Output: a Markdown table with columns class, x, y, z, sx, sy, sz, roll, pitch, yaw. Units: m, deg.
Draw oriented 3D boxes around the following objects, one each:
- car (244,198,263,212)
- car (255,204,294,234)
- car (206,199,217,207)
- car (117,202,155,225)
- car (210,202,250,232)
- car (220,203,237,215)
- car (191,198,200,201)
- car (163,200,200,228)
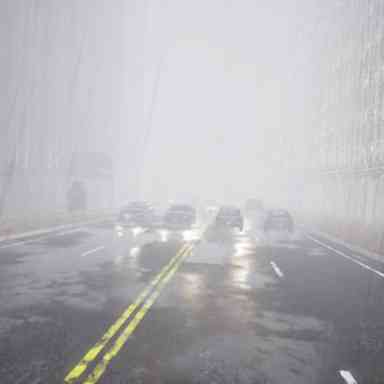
| class | x | y | z | sx | sy | sz | roll | pitch | yaw |
| --- | --- | --- | --- | --- | --- | --- | --- | --- | --- |
| car | 8.063 | 1.864 | 43.317 | 2.150 | 2.045 | 5.566 | 2 | 0 | 7 |
| car | 5.737 | 1.900 | 22.773 | 2.128 | 1.511 | 4.902 | 2 | 0 | 7 |
| car | 3.731 | 2.080 | 64.267 | 2.128 | 1.511 | 4.902 | 3 | 0 | 7 |
| car | -4.003 | 1.481 | 24.529 | 2.128 | 1.511 | 4.902 | 2 | 0 | 6 |
| car | 2.539 | 1.759 | 22.832 | 2.128 | 1.511 | 4.902 | 2 | 0 | 6 |
| car | 4.574 | 2.076 | 41.323 | 1.895 | 1.301 | 4.718 | 2 | 0 | 6 |
| car | 0.505 | 1.937 | 64.624 | 1.837 | 1.490 | 4.892 | 3 | 0 | 7 |
| car | -0.797 | 1.605 | 23.975 | 1.882 | 1.535 | 5.008 | 2 | 0 | 6 |
